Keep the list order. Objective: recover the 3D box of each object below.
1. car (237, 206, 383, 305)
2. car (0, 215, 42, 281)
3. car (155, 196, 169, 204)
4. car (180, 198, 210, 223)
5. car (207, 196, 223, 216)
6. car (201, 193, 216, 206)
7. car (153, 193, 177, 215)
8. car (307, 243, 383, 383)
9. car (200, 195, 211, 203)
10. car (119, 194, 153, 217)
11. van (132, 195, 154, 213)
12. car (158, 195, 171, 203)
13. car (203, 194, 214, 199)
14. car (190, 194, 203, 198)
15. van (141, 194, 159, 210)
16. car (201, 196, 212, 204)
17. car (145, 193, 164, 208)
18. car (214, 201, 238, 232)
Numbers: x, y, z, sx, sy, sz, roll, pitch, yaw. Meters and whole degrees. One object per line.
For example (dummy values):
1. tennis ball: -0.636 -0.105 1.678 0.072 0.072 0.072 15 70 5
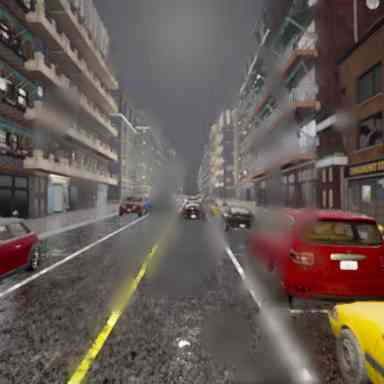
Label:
1. car: 2.593 1.286 7.889 2.192 1.841 5.009 2 0 0
2. car: -5.289 1.412 7.894 1.967 1.590 4.097 2 0 0
3. car: -5.305 1.405 58.875 1.947 1.339 4.313 2 0 0
4. car: 0.087 1.441 24.216 1.812 1.442 4.674 0 0 0
5. car: 2.582 1.424 30.717 1.752 1.417 4.829 2 0 0
6. car: 2.583 1.164 53.206 2.192 1.841 5.009 2 0 0
7. car: -2.854 1.115 33.093 2.150 2.045 5.566 0 0 0
8. car: 2.588 1.517 2.395 1.752 1.417 4.829 2 0 0
9. car: 2.575 1.356 64.706 1.752 1.417 4.829 2 0 0
10. car: -5.291 1.214 30.551 2.192 1.841 5.009 2 0 0
11. van: -5.293 1.228 36.214 1.690 1.788 3.998 2 0 0
12. car: -5.306 1.382 64.540 2.008 1.369 4.403 2 0 0
13. car: 2.578 1.412 47.542 2.008 1.369 4.403 2 0 0
14. car: 0.092 1.329 41.899 1.801 1.575 5.366 0 0 0
15. van: -5.294 1.215 41.880 1.690 1.788 3.998 2 0 0
16. car: 2.574 1.421 58.871 1.802 1.307 4.206 2 0 0
17. car: -5.294 1.176 47.545 2.192 1.841 5.009 2 0 0
18. car: 2.584 1.482 19.218 2.008 1.369 4.403 2 0 0
